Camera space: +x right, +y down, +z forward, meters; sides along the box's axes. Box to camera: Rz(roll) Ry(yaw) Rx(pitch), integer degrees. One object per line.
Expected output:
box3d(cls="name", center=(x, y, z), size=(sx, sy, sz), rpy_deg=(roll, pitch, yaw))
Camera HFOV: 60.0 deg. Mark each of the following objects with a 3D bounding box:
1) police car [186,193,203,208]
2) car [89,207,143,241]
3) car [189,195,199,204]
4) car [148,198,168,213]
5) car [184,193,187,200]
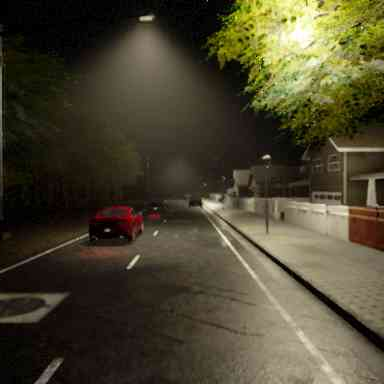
box3d(cls="police car", center=(0.482, 1.377, 46.217), size=(1.930, 1.638, 5.238), rpy_deg=(0, 0, -1))
box3d(cls="car", center=(-3.590, 1.458, 16.458), size=(1.882, 1.535, 5.008), rpy_deg=(0, 0, -1))
box3d(cls="car", center=(0.278, 1.419, 62.104), size=(1.837, 1.490, 4.892), rpy_deg=(0, 0, -1))
box3d(cls="car", center=(-3.848, 1.467, 37.183), size=(1.837, 1.490, 4.892), rpy_deg=(0, 0, -1))
box3d(cls="car", center=(-1.017, 1.226, 81.474), size=(1.994, 1.385, 4.181), rpy_deg=(0, 0, -1))
